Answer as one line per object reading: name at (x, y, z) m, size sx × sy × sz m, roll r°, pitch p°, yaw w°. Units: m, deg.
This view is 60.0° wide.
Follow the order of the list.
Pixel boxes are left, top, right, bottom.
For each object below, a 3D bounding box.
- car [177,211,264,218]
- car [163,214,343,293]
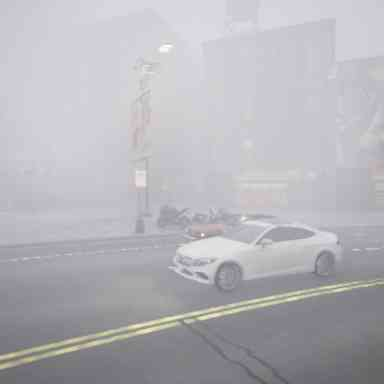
car at (2.066, 1.524, 12.695) m, size 4.718 × 1.301 × 1.895 m, roll 0°, pitch 0°, yaw -23°
car at (1.832, 1.474, 8.684) m, size 4.674 × 1.442 × 1.812 m, roll 0°, pitch 0°, yaw -25°
